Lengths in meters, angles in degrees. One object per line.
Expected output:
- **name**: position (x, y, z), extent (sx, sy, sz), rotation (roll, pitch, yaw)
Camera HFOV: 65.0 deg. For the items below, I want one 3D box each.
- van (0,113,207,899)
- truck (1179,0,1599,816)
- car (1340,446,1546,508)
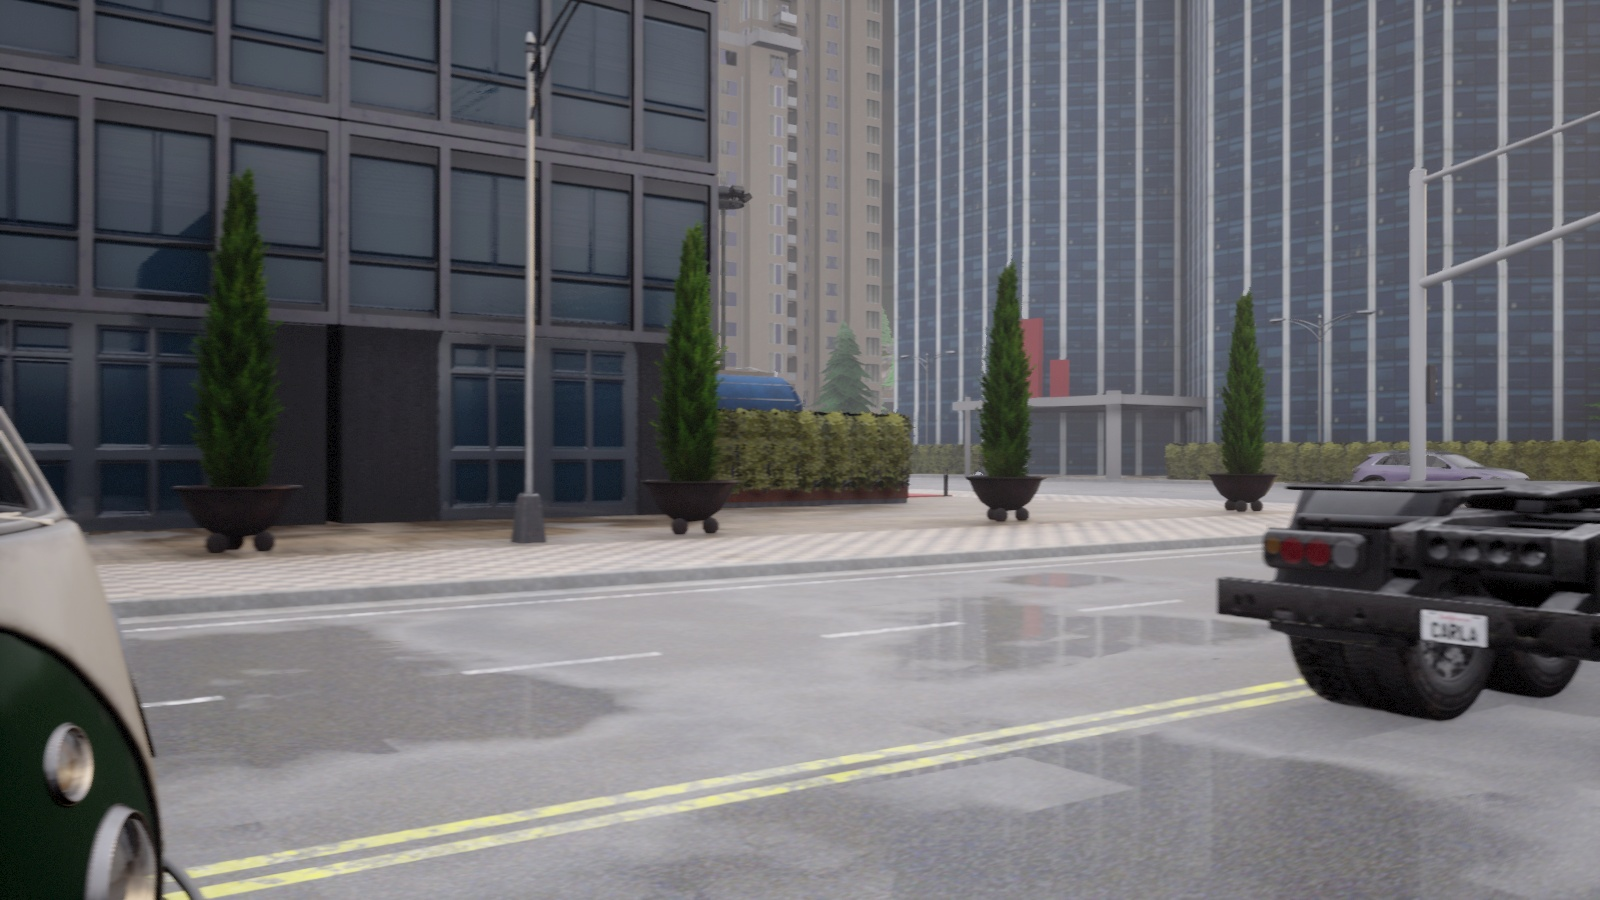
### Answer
- **van**: position (-3.250, 0.504, 1.397), extent (4.442, 1.987, 1.775), rotation (0, 0, -35)
- **truck**: position (6.161, -0.230, 7.951), extent (7.936, 3.462, 2.891), rotation (0, 0, -35)
- **car**: position (18.256, 0.725, 35.871), extent (2.033, 1.649, 4.856), rotation (0, 0, -35)
